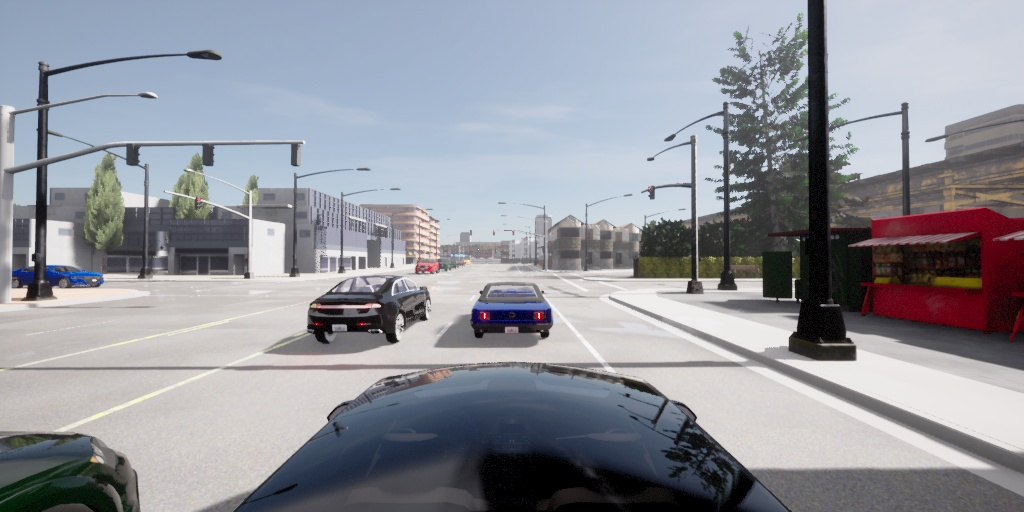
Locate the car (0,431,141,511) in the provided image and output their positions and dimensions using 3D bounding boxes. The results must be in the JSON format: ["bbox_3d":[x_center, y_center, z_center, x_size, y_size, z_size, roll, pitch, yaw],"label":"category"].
[{"bbox_3d":[-3.373,1.314,0.538,1.994,1.385,4.181,0,0,-1],"label":"car"}]

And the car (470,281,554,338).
[{"bbox_3d":[-0.010,1.365,10.185,1.895,1.301,4.718,0,0,0],"label":"car"}]

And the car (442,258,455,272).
[{"bbox_3d":[-11.146,1.388,57.652,2.150,2.045,5.566,0,0,0],"label":"car"}]

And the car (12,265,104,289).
[{"bbox_3d":[-29.746,1.316,23.405,5.008,1.535,1.882,0,-1,0],"label":"car"}]

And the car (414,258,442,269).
[{"bbox_3d":[-11.043,1.331,46.787,2.150,2.045,5.566,0,-1,-1],"label":"car"}]

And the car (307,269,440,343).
[{"bbox_3d":[-3.511,1.257,9.707,2.128,1.511,4.902,0,0,0],"label":"car"}]
